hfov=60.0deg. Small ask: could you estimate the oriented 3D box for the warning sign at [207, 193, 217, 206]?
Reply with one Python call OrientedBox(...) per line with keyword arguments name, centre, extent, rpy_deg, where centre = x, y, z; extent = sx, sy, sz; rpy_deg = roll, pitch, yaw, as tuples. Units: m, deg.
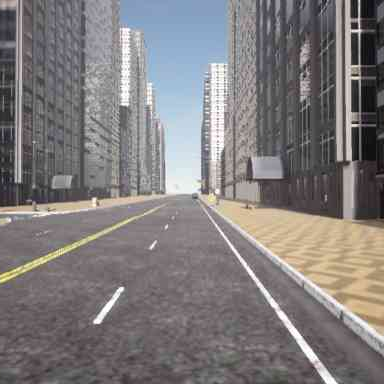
OrientedBox(name="warning sign", centre=(2.834, 1.118, 47.615), extent=(1.300, 1.860, 1.060), rpy_deg=(-1, -1, 0))
